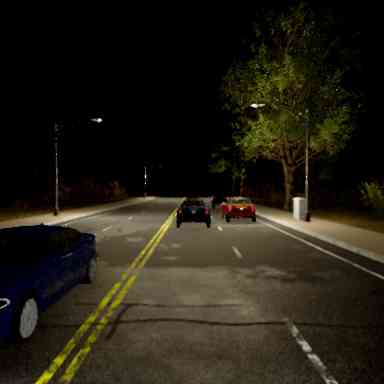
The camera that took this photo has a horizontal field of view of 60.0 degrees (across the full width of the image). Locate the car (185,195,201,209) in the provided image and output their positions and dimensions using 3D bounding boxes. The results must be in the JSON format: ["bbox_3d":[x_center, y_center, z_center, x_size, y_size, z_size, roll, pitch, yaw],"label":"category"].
[{"bbox_3d":[0.087,1.172,41.953,1.882,1.535,5.008,0,0,0],"label":"car"}]

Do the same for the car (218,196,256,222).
[{"bbox_3d":[3.354,1.176,24.631,2.097,1.767,4.553,0,0,0],"label":"car"}]

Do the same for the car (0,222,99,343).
[{"bbox_3d":[-3.327,1.432,6.558,1.882,1.535,5.008,0,0,0],"label":"car"}]

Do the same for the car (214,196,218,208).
[{"bbox_3d":[3.339,1.209,40.714,1.837,1.490,4.892,0,0,0],"label":"car"}]

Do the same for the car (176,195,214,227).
[{"bbox_3d":[0.101,1.198,21.734,2.097,1.767,4.553,0,0,0],"label":"car"}]
